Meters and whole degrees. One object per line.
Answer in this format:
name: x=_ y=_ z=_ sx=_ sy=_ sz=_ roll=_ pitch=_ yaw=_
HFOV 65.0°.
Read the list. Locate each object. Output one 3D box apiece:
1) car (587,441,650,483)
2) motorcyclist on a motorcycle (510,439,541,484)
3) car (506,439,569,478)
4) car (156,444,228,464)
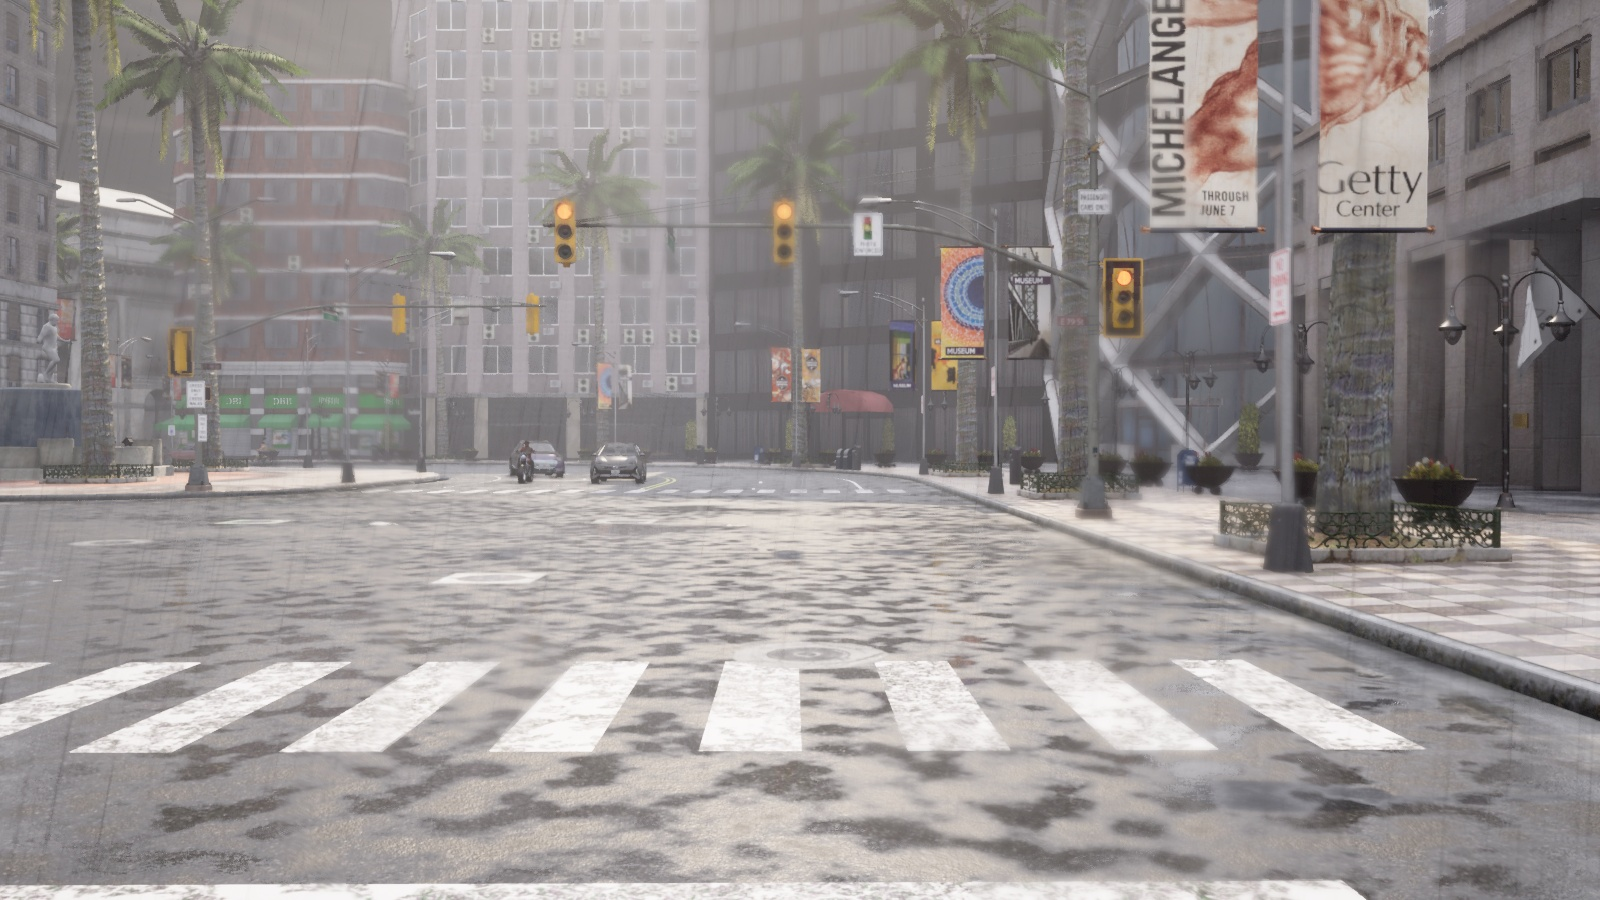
car: x=-6.828 y=0.419 z=47.699 sx=2.007 sy=1.525 sz=4.514 roll=0 pitch=0 yaw=-4
motorcyclist on a motorcycle: x=-10.305 y=0.422 z=47.220 sx=0.766 sy=1.649 sz=2.350 roll=0 pitch=0 yaw=-3
car: x=-11.703 y=0.351 z=55.742 sx=2.033 sy=1.649 sz=4.856 roll=0 pitch=1 yaw=-20
car: x=-43.188 y=0.272 z=89.203 sx=4.181 sy=1.385 sz=1.994 roll=0 pitch=0 yaw=5
